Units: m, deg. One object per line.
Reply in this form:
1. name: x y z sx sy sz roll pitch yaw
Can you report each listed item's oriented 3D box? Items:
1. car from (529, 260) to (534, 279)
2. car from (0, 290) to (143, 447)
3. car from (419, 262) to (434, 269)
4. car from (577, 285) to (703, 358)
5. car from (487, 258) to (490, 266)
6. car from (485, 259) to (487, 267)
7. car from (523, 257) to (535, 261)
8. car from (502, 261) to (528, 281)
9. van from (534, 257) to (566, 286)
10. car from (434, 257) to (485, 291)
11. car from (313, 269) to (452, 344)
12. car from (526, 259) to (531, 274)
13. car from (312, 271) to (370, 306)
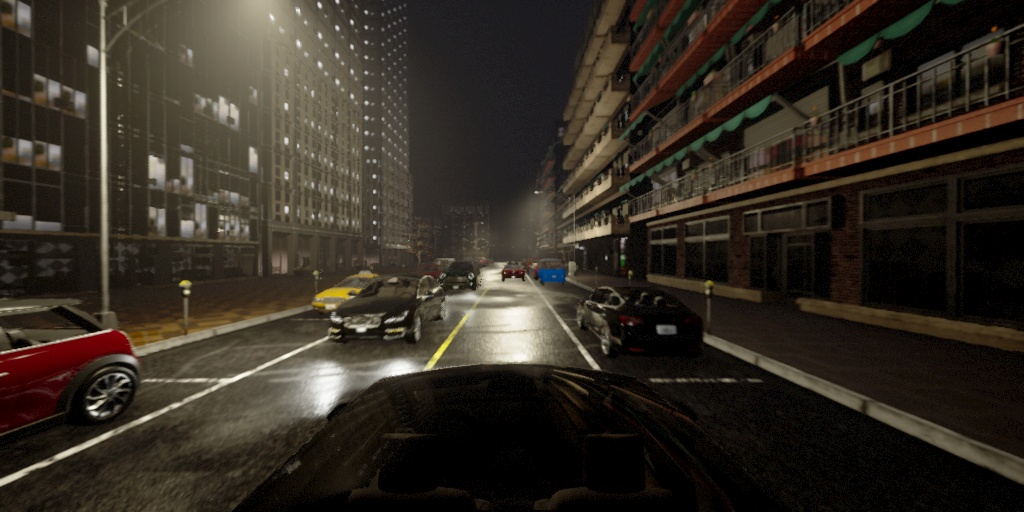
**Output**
1. car: 2.700 1.303 30.412 1.888 1.381 4.507 0 0 0
2. car: -5.692 1.190 2.779 1.967 1.591 4.097 0 0 0
3. car: -5.683 1.302 24.889 1.888 1.381 4.507 0 0 0
4. car: 2.691 1.317 8.302 1.948 1.339 4.313 0 0 0
5. car: -5.668 1.101 63.581 2.192 1.841 5.009 0 0 0
6. car: -5.670 1.330 58.054 2.007 1.370 4.403 0 0 0
7. car: 2.703 1.079 41.468 2.192 1.841 5.009 0 0 0
8. car: 0.111 1.359 30.254 1.895 1.301 4.718 0 0 0
9. van: 2.698 1.097 24.884 1.690 1.789 3.998 0 0 0
10. car: -3.046 1.107 21.831 2.097 1.767 4.553 0 0 0
11. car: -3.046 1.258 9.710 1.837 1.490 4.892 0 0 0
12. car: 2.702 1.312 35.940 2.007 1.370 4.403 0 0 0
13. car: -5.687 1.279 13.663 1.751 1.417 4.829 0 0 0
